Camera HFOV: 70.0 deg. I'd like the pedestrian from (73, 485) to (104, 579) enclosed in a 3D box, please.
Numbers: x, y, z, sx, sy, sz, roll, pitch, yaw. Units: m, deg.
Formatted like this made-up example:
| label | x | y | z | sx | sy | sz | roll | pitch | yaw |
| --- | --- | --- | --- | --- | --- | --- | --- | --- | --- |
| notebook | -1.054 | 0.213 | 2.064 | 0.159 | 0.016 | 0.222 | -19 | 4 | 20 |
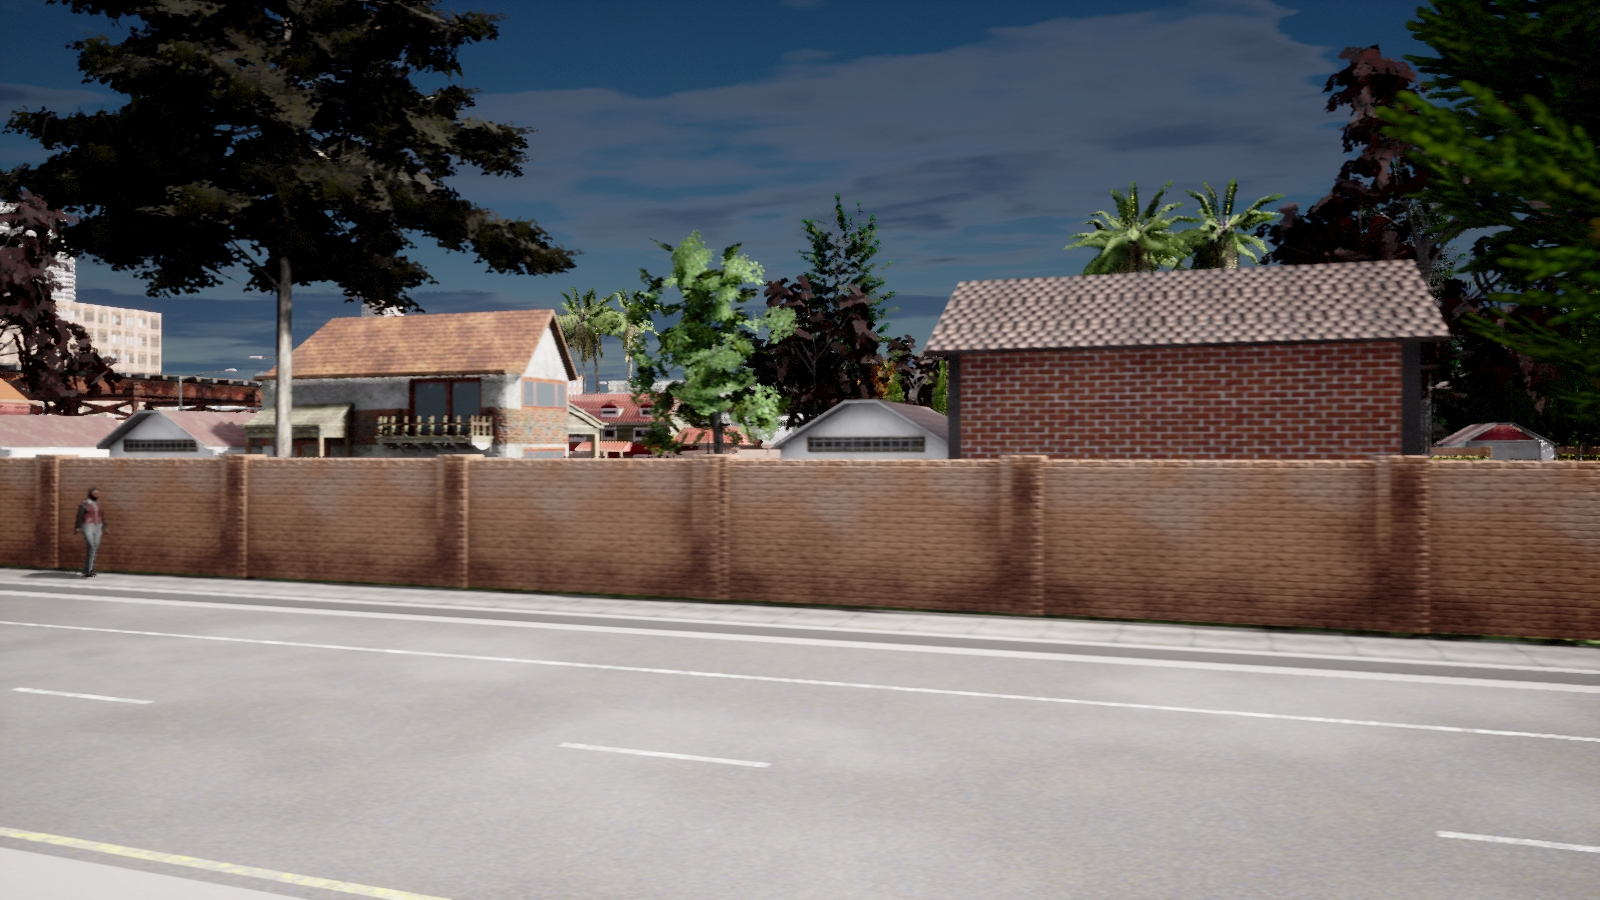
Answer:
| label | x | y | z | sx | sy | sz | roll | pitch | yaw |
| --- | --- | --- | --- | --- | --- | --- | --- | --- | --- |
| pedestrian | -14.402 | 1.657 | 23.139 | 0.375 | 1.860 | 0.375 | 0 | 0 | 21 |
